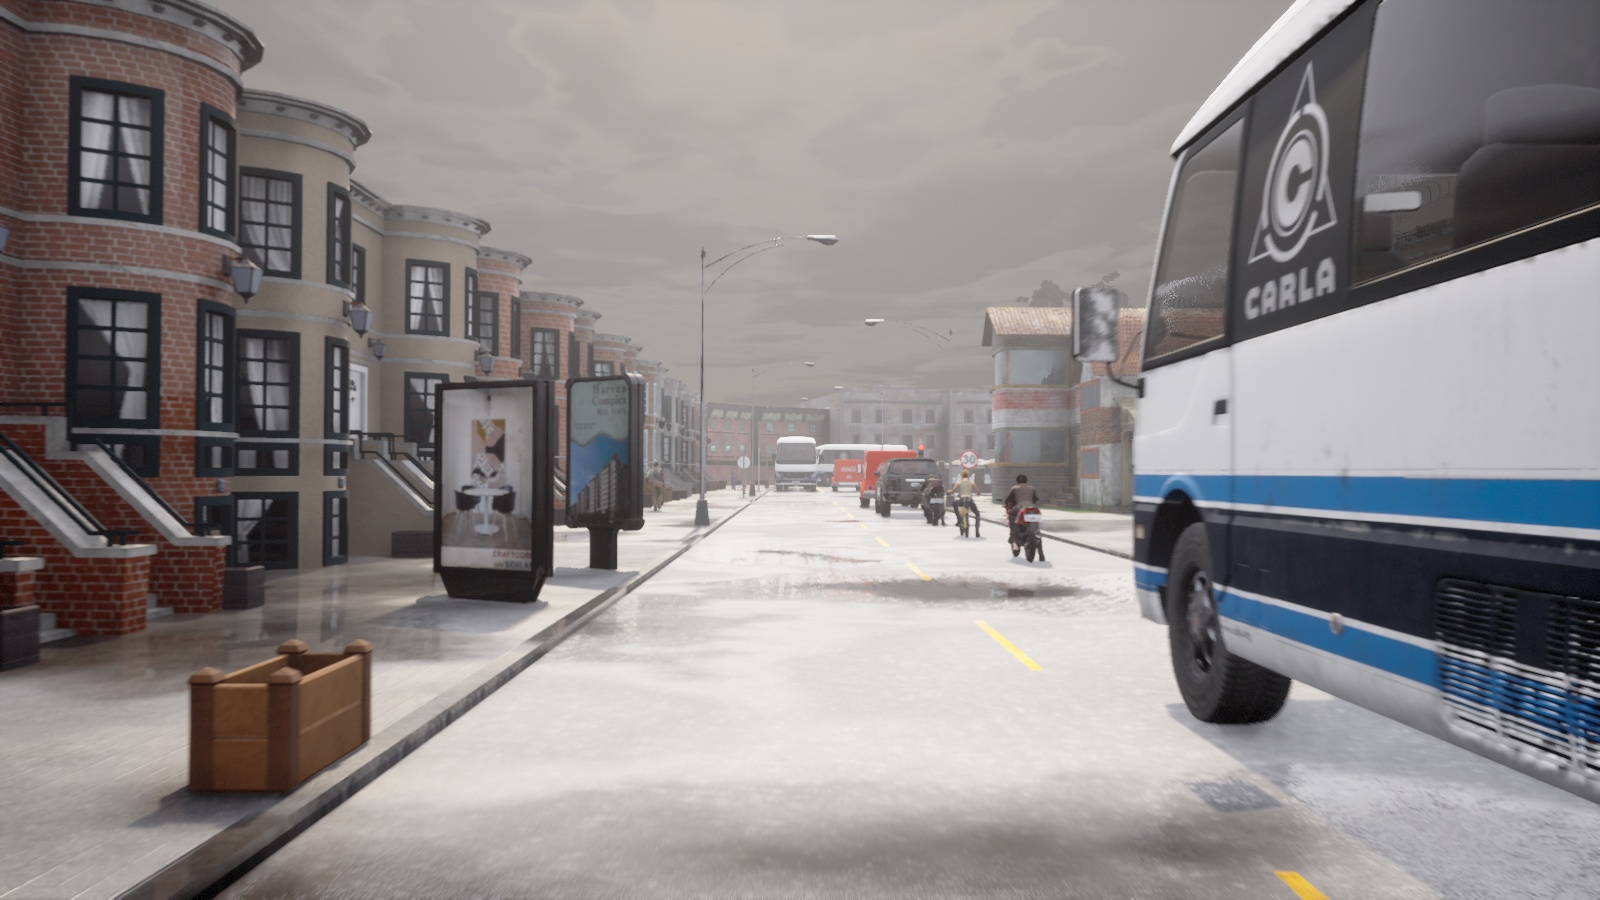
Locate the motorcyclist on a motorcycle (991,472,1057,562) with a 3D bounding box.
[{"bbox_3d":[3.948,1.154,22.283,0.797,1.523,2.044,0,-1,0],"label":"motorcyclist on a motorcycle"}]

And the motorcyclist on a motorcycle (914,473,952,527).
[{"bbox_3d":[3.913,1.455,37.102,0.866,1.530,2.191,0,-1,0],"label":"motorcyclist on a motorcycle"}]

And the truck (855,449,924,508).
[{"bbox_3d":[3.864,1.237,55.203,2.627,2.467,5.204,0,-1,0],"label":"truck"}]

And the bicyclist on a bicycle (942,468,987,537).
[{"bbox_3d":[3.925,1.238,30.003,0.866,1.612,1.509,0,-1,0],"label":"bicyclist on a bicycle"}]

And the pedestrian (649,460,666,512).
[{"bbox_3d":[-5.127,1.300,45.285,0.540,1.848,0.694,0,-1,-1],"label":"pedestrian"}]

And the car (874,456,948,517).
[{"bbox_3d":[3.892,1.273,45.089,2.150,2.045,5.566,0,-1,0],"label":"car"}]

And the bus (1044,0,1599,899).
[{"bbox_3d":[3.983,-0.493,5.067,3.944,4.253,10.273,0,-1,0],"label":"bus"}]
